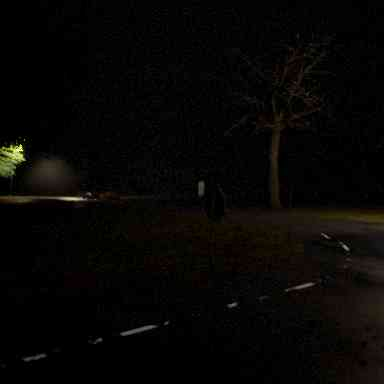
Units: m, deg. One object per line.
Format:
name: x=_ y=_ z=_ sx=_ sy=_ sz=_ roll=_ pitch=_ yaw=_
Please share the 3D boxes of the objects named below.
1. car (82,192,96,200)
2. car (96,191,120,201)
car: x=-18.206 y=0.673 z=60.124 sx=2.033 sy=1.411 sz=5.357 roll=2 pitch=-1 yaw=-36
car: x=-13.137 y=0.641 z=53.158 sx=1.882 sy=1.535 sz=5.008 roll=2 pitch=-1 yaw=-35
